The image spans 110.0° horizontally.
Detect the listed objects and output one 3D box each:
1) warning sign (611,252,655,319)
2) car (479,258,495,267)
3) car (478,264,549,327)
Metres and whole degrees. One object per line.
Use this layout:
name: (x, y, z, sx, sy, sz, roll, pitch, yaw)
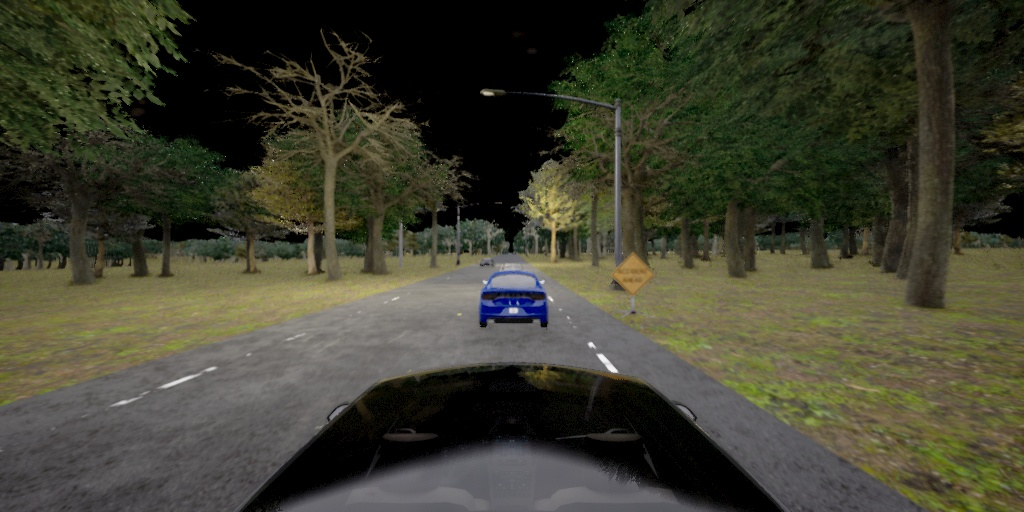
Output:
warning sign: (3.549, 0.823, 10.561, 1.300, 1.860, 1.060, 0, 0, 0)
car: (-3.579, 0.945, 52.150, 1.994, 1.385, 4.181, 0, 1, 0)
car: (0.057, 1.181, 11.377, 1.882, 1.535, 5.008, 0, 1, 0)
